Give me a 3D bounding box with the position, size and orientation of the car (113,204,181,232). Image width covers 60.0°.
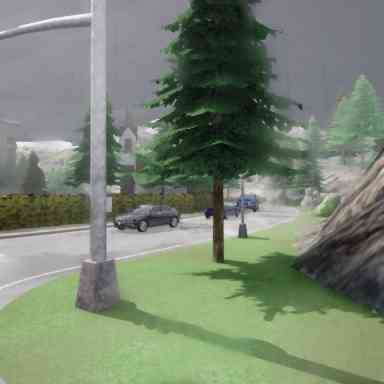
[{"bbox_3d":[-2.627,1.505,20.316,1.837,1.490,4.892,0,0,35],"label":"car"}]

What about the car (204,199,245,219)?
[{"bbox_3d":[2.750,1.601,29.104,1.895,1.301,4.718,0,0,26],"label":"car"}]

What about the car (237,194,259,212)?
[{"bbox_3d":[6.550,1.221,38.782,2.150,2.045,5.566,0,0,16],"label":"car"}]
